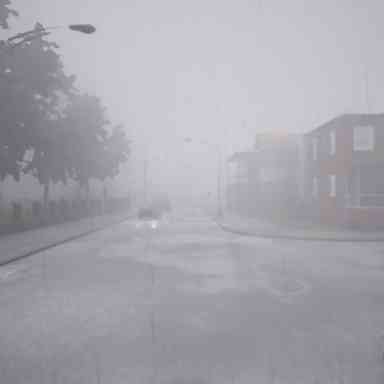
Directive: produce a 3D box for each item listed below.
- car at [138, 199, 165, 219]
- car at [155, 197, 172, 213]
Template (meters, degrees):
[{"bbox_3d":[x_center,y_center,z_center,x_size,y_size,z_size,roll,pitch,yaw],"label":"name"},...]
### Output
[{"bbox_3d":[-4.080,1.803,32.979,1.882,1.535,5.008,0,-1,0],"label":"car"},{"bbox_3d":[-4.030,1.656,44.629,2.150,2.045,5.566,0,0,4],"label":"car"}]
